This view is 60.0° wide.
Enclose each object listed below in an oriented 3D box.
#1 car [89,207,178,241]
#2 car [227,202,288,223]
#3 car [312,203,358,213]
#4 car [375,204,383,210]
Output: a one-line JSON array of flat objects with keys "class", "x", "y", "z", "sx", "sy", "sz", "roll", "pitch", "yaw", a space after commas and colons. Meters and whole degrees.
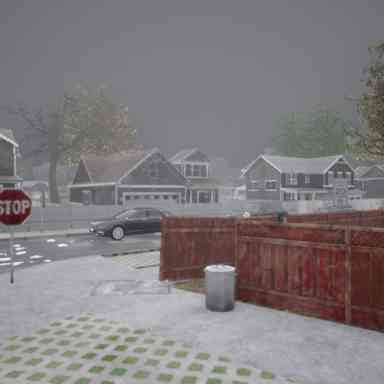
[{"class": "car", "x": -2.872, "y": 1.587, "z": 17.423, "sx": 4.892, "sy": 1.490, "sz": 1.837, "roll": 0, "pitch": 0, "yaw": -37}, {"class": "car", "x": 4.534, "y": 1.480, "z": 22.791, "sx": 4.553, "sy": 1.767, "sz": 2.097, "roll": 0, "pitch": 0, "yaw": -35}, {"class": "car", "x": 12.056, "y": 1.678, "z": 27.935, "sx": 4.892, "sy": 1.490, "sz": 1.837, "roll": 0, "pitch": 0, "yaw": -33}, {"class": "car", "x": 20.361, "y": 1.573, "z": 33.264, "sx": 4.553, "sy": 1.767, "sz": 2.097, "roll": 0, "pitch": 0, "yaw": -32}]
